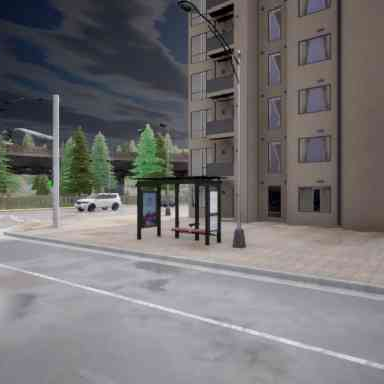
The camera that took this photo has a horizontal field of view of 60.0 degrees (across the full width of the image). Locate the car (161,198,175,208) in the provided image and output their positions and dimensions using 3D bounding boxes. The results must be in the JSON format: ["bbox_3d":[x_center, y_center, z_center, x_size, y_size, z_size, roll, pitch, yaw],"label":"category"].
[{"bbox_3d":[-4.240,1.492,46.452,2.033,1.411,5.357,0,0,44],"label":"car"}]

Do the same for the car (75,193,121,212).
[{"bbox_3d":[-10.742,1.166,38.486,2.150,2.045,5.566,0,0,37],"label":"car"}]
